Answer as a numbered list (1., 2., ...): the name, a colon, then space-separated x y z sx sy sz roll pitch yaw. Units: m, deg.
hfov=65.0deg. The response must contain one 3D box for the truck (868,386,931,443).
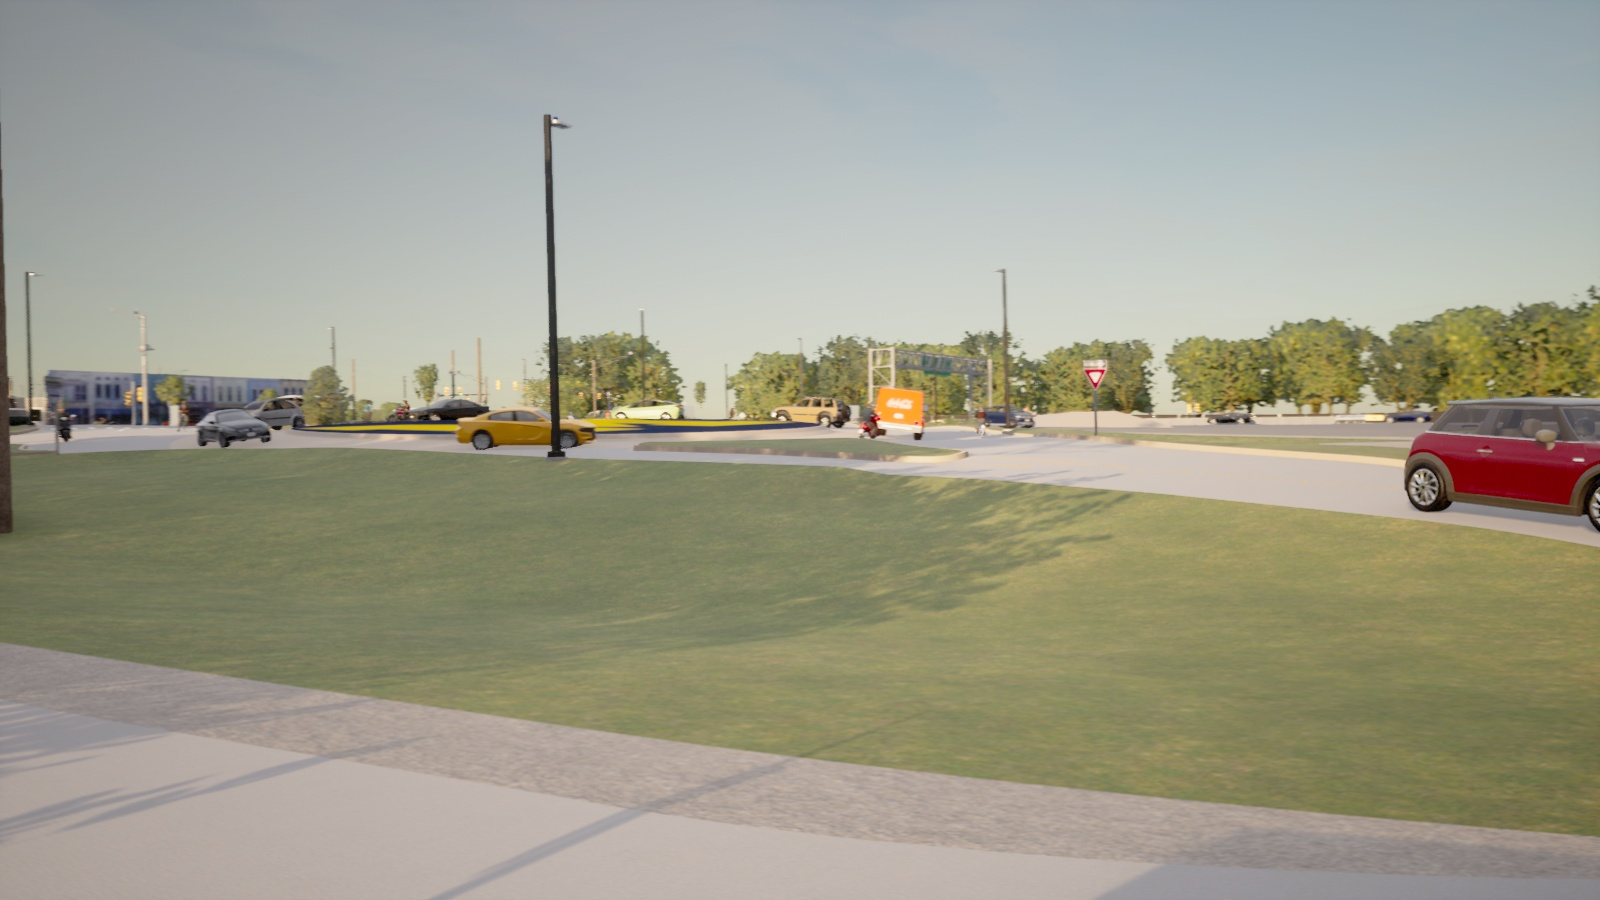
1. truck: 5.114 -1.811 63.702 2.627 2.467 5.204 7 2 7

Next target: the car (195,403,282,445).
1. car: -23.357 -1.113 52.149 1.812 1.442 4.674 -10 8 -41

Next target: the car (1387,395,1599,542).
1. car: 10.491 0.161 17.014 2.097 1.767 4.553 -1 3 -16

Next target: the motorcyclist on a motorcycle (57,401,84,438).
1. motorcyclist on a motorcycle: -33.413 -1.402 57.515 0.866 1.590 1.817 -5 5 -32

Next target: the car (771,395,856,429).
1. car: 0.787 -2.234 74.042 4.605 1.855 1.932 3 1 27

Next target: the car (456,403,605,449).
1. car: -9.755 -0.895 45.712 5.008 1.535 1.882 0 5 0

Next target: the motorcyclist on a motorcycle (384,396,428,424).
1. motorcyclist on a motorcycle: -24.115 -2.430 76.866 2.350 1.649 0.766 -3 2 -37

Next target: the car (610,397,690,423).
1. car: -9.221 -2.470 77.478 4.514 1.525 2.007 1 1 10

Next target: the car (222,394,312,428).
1. car: -27.210 -2.014 64.213 1.851 1.617 3.988 -1 2 24

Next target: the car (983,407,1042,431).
1. car: 14.191 -2.113 83.972 1.789 1.549 3.705 -1 2 -34

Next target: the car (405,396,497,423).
1. car: -20.537 -2.409 74.128 1.882 1.535 5.008 1 2 41

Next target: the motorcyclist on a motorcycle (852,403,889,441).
1. motorcyclist on a motorcycle: 3.108 -1.223 55.147 0.866 1.590 1.817 3 2 28
